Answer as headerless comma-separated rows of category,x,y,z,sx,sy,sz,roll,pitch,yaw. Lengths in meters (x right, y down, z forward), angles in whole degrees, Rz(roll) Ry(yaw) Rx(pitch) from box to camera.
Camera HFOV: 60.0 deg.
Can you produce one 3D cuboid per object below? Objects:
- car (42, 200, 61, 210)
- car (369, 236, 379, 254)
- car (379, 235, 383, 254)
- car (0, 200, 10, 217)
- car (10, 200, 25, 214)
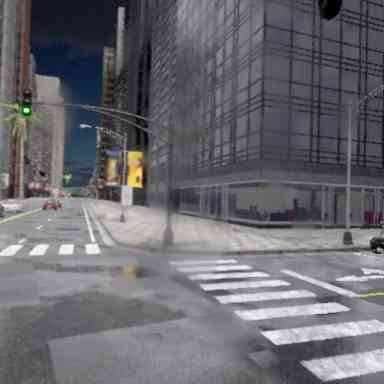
car,-20.592,1.880,48.367,1.812,1.442,4.674,2,-1,-18
car,10.010,2.154,14.768,4.313,1.339,1.947,2,-1,-19
car,9.006,2.047,11.499,4.181,1.385,1.994,2,-1,-19
car,-17.561,1.540,28.761,1.837,1.490,4.892,2,-1,-18
car,-20.641,1.661,38.230,1.812,1.442,4.674,2,-1,-18
